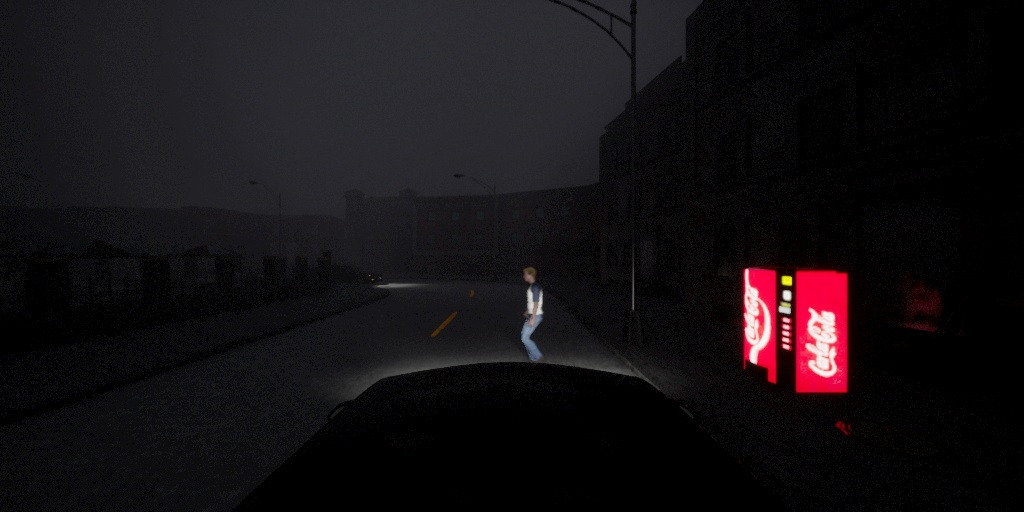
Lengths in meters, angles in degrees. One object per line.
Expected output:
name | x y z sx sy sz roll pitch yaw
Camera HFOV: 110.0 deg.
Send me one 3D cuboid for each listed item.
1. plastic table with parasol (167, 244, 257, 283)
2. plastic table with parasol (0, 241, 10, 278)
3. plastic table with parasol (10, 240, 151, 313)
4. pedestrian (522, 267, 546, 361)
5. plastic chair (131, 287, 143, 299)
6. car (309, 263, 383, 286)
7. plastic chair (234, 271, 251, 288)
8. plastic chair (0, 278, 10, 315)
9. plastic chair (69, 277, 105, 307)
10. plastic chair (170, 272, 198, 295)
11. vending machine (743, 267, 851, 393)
plastic table with parasol | -13.276 0.729 15.581 2.482 2.480 2.482 0 0 0
plastic table with parasol | -16.925 0.699 13.178 2.482 2.480 2.482 0 0 -40
plastic table with parasol | -13.057 0.731 11.232 2.482 2.480 2.482 0 0 -40
pedestrian | 0.427 1.042 6.456 0.375 1.860 0.375 0 0 0
plastic chair | -12.036 1.335 11.968 0.730 1.272 0.750 0 0 -40
car | -11.390 1.245 24.531 4.892 1.490 1.837 0 0 3
plastic chair | -12.023 1.333 15.482 0.730 1.272 0.750 0 0 0
plastic chair | -14.032 1.335 10.331 0.730 1.272 0.750 0 0 -35
plastic chair | -12.326 1.335 10.232 0.750 1.272 0.730 0 0 -40
plastic chair | -13.360 1.334 14.339 0.750 1.272 0.730 0 0 0
vending machine | 4.299 1.164 5.513 1.100 2.100 0.880 0 0 0
